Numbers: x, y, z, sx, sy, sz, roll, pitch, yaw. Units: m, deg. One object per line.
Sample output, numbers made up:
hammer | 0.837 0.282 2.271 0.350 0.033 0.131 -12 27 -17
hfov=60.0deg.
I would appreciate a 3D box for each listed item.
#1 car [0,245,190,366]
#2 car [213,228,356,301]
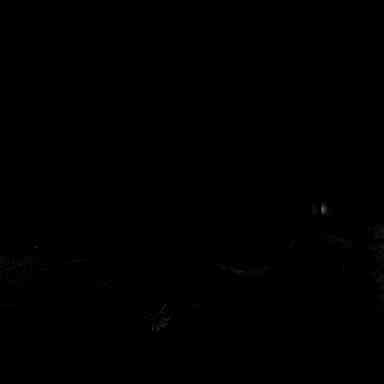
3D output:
car | -2.032 1.566 5.087 4.313 1.339 1.947 0 0 -35
car | 2.448 1.582 8.280 4.206 1.307 1.802 0 0 -35
